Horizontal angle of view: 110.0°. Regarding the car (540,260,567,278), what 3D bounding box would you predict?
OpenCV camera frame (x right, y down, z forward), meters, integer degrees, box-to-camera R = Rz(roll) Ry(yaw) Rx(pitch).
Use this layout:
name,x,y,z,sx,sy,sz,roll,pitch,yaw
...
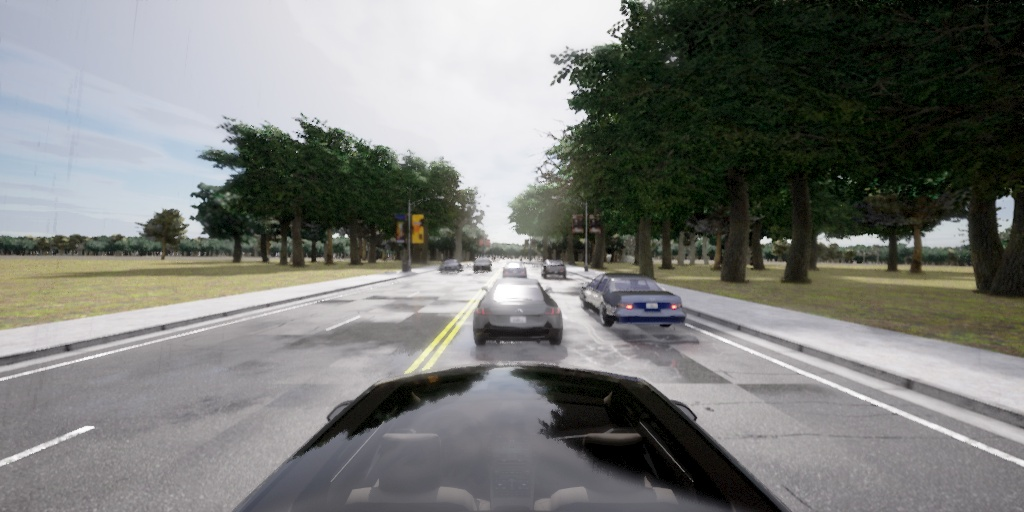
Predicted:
name,x,y,z,sx,sy,sz,roll,pitch,yaw
car,3.476,1.049,30.338,2.128,1.511,4.902,0,0,0

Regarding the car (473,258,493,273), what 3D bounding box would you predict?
name,x,y,z,sx,sy,sz,roll,pitch,yaw
car,-3.177,0.980,39.247,1.882,1.535,5.008,0,0,0

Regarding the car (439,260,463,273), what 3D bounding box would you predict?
name,x,y,z,sx,sy,sz,roll,pitch,yaw
car,-6.431,1.072,38.165,1.994,1.385,4.181,0,0,0

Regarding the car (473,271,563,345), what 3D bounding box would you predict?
name,x,y,z,sx,sy,sz,roll,pitch,yaw
car,0.133,1.252,9.283,1.994,1.385,4.181,0,0,0

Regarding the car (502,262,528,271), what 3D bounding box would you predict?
name,x,y,z,sx,sy,sz,roll,pitch,yaw
car,0.211,1.124,27.091,2.033,1.411,5.357,0,0,1

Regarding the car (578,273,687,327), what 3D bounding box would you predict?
name,x,y,z,sx,sy,sz,roll,pitch,yaw
car,3.386,1.223,11.120,2.033,1.411,5.357,0,0,1
